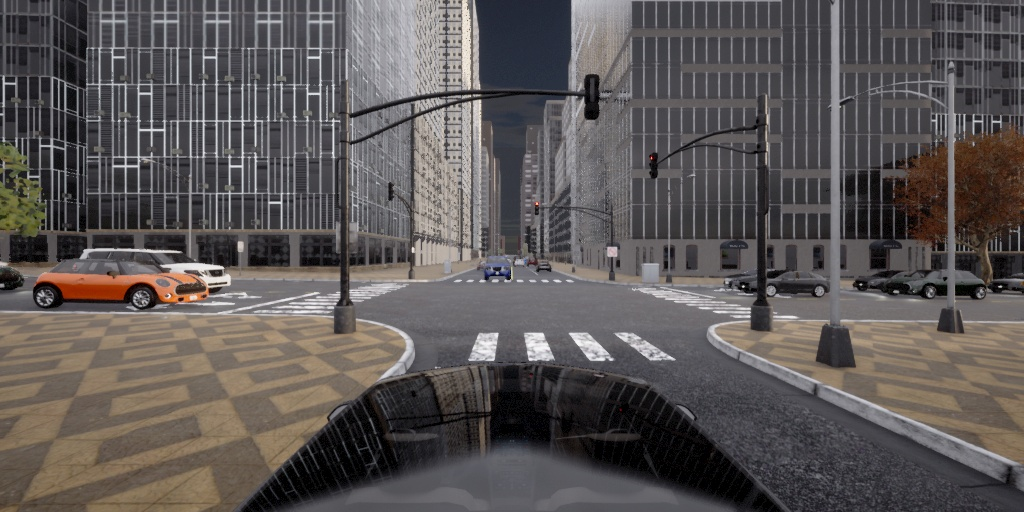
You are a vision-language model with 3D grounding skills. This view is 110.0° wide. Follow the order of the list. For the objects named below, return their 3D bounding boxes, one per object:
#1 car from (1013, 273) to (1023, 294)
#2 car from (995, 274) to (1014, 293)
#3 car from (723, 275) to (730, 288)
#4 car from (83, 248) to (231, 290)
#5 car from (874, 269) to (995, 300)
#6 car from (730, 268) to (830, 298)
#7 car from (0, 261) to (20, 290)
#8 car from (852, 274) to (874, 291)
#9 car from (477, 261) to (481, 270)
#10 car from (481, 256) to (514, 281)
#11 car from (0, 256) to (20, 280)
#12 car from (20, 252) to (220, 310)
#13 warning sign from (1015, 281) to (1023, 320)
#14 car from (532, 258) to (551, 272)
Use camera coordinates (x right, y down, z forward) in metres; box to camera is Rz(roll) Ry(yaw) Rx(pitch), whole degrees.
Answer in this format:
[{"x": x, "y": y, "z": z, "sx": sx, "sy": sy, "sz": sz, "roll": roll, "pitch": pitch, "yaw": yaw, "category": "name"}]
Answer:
[{"x": 34.566, "y": 1.943, "z": 21.749, "sx": 5.357, "sy": 1.411, "sz": 2.033, "roll": 1, "pitch": 0, "yaw": -2, "category": "car"}, {"x": 36.442, "y": 1.933, "z": 25.085, "sx": 4.892, "sy": 1.490, "sz": 1.837, "roll": 1, "pitch": 0, "yaw": -2, "category": "car"}, {"x": 16.899, "y": 1.569, "z": 24.202, "sx": 4.902, "sy": 1.511, "sz": 2.128, "roll": 1, "pitch": 0, "yaw": -3, "category": "car"}, {"x": -15.927, "y": 0.704, "z": 15.992, "sx": 5.566, "sy": 2.045, "sz": 2.150, "roll": 1, "pitch": 0, "yaw": -3, "category": "car"}, {"x": 24.981, "y": 1.576, "z": 21.316, "sx": 4.553, "sy": 1.767, "sz": 2.097, "roll": 1, "pitch": 0, "yaw": -3, "category": "car"}, {"x": 15.810, "y": 1.564, "z": 20.910, "sx": 4.892, "sy": 1.490, "sz": 1.837, "roll": 1, "pitch": 0, "yaw": -4, "category": "car"}, {"x": -24.621, "y": 0.675, "z": 15.599, "sx": 4.553, "sy": 1.767, "sz": 2.097, "roll": 1, "pitch": 0, "yaw": -2, "category": "car"}, {"x": 26.284, "y": 1.751, "z": 24.629, "sx": 4.892, "sy": 1.490, "sz": 1.837, "roll": 1, "pitch": 0, "yaw": -3, "category": "car"}, {"x": -3.995, "y": 1.343, "z": 50.815, "sx": 1.802, "sy": 1.307, "sz": 4.207, "roll": 0, "pitch": 0, "yaw": 0, "category": "car"}, {"x": -1.269, "y": 0.991, "z": 30.650, "sx": 2.150, "sy": 2.045, "sz": 5.566, "roll": 0, "pitch": 0, "yaw": -3, "category": "car"}, {"x": -33.750, "y": 0.678, "z": 21.897, "sx": 4.674, "sy": 1.442, "sz": 1.812, "roll": 1, "pitch": 0, "yaw": -2, "category": "car"}, {"x": -13.726, "y": 0.876, "z": 12.839, "sx": 4.553, "sy": 1.767, "sz": 2.097, "roll": 1, "pitch": 0, "yaw": -3, "category": "car"}, {"x": 17.280, "y": 1.204, "z": 11.506, "sx": 1.060, "sy": 1.860, "sz": 1.300, "roll": 0, "pitch": 0, "yaw": -3, "category": "warning sign"}, {"x": 3.954, "y": 1.329, "z": 45.317, "sx": 1.948, "sy": 1.339, "sz": 4.313, "roll": 0, "pitch": 0, "yaw": 0, "category": "car"}]
